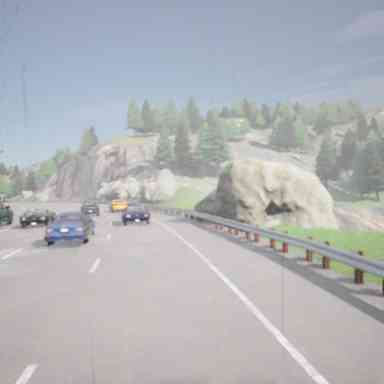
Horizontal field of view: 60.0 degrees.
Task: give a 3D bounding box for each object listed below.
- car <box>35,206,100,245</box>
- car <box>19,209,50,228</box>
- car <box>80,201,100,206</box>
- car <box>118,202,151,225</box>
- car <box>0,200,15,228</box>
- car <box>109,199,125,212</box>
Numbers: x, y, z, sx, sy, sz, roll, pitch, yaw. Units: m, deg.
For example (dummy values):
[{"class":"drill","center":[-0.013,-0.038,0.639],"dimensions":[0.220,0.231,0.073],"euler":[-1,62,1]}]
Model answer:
[{"class":"car","center":[-5.972,1.702,16.715],"dimensions":[2.033,1.411,5.357],"euler":[-2,0,-12]},{"class":"car","center":[-11.556,1.911,25.280],"dimensions":[1.895,1.301,4.718],"euler":[-2,0,-14]},{"class":"car","center":[-10.970,1.768,35.818],"dimensions":[2.128,1.511,4.902],"euler":[-2,0,-17]},{"class":"car","center":[-4.324,1.692,25.195],"dimensions":[1.895,1.301,4.718],"euler":[-2,0,-14]},{"class":"car","center":[-15.075,1.639,24.881],"dimensions":[2.150,2.045,5.566],"euler":[-2,0,-15]},{"class":"car","center":[-9.398,1.697,42.202],"dimensions":[1.882,1.535,5.008],"euler":[-2,0,-19]}]
